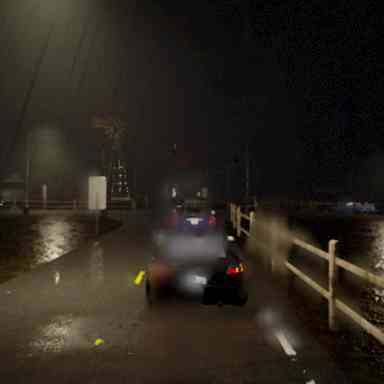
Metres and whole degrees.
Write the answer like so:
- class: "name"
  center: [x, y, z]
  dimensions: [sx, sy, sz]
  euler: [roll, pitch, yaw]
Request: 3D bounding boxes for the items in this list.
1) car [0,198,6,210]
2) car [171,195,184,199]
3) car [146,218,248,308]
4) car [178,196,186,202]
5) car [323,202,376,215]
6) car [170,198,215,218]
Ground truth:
- class: "car"
  center: [-22.333, 0.903, 34.296]
  dimensions: [5.566, 2.045, 2.150]
  euler: [1, -1, 0]
- class: "car"
  center: [-2.782, 1.541, 57.315]
  dimensions: [1.882, 1.535, 5.008]
  euler: [0, 1, 0]
- class: "car"
  center: [0.103, 1.554, 7.958]
  dimensions: [1.994, 1.385, 4.181]
  euler: [0, 0, 0]
- class: "car"
  center: [-2.680, 1.781, 86.694]
  dimensions: [1.895, 1.301, 4.718]
  euler: [0, 0, 0]
- class: "car"
  center: [17.875, 1.858, 37.886]
  dimensions: [5.357, 1.411, 2.033]
  euler: [1, -1, 0]
- class: "car"
  center: [0.108, 1.341, 16.600]
  dimensions: [2.097, 1.767, 4.553]
  euler: [0, 0, 0]
